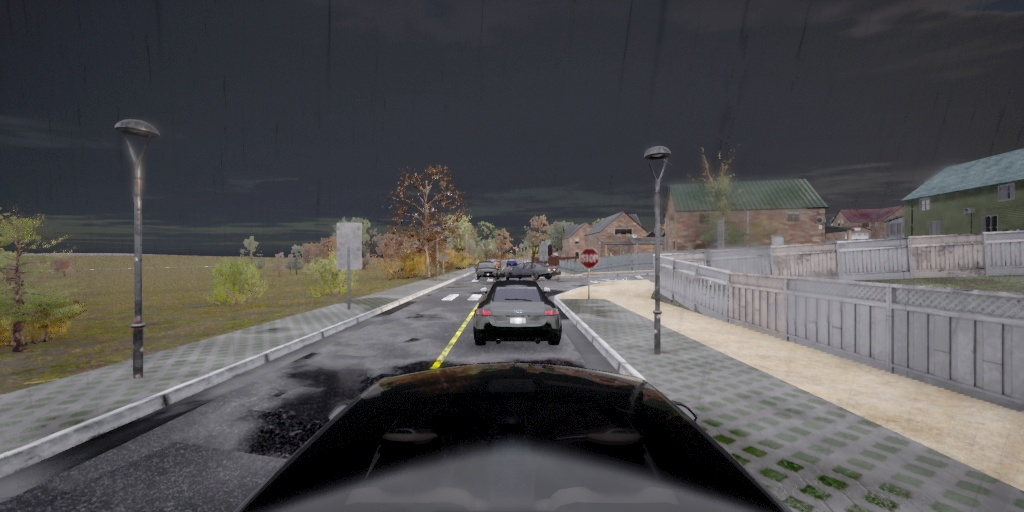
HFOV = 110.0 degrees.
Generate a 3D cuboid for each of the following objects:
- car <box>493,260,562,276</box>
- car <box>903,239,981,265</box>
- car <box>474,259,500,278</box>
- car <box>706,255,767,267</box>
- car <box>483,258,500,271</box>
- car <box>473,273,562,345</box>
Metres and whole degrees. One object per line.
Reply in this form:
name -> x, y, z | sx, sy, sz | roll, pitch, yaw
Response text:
car -> 1.318, 1.197, 28.482 | 5.357, 1.411, 2.033 | -4, -3, 43
car -> 23.875, -0.208, 20.452 | 4.902, 1.511, 2.128 | -3, 0, 14
car -> -2.271, 1.257, 31.391 | 1.837, 1.490, 4.892 | 0, 0, -8
car -> 14.373, 0.413, 22.867 | 4.181, 1.385, 1.994 | -3, 0, 16
car -> -2.881, 1.120, 51.209 | 2.097, 1.767, 4.553 | 0, 0, 1
car -> 0.097, 1.313, 9.467 | 1.994, 1.385, 4.181 | 0, 0, -1
